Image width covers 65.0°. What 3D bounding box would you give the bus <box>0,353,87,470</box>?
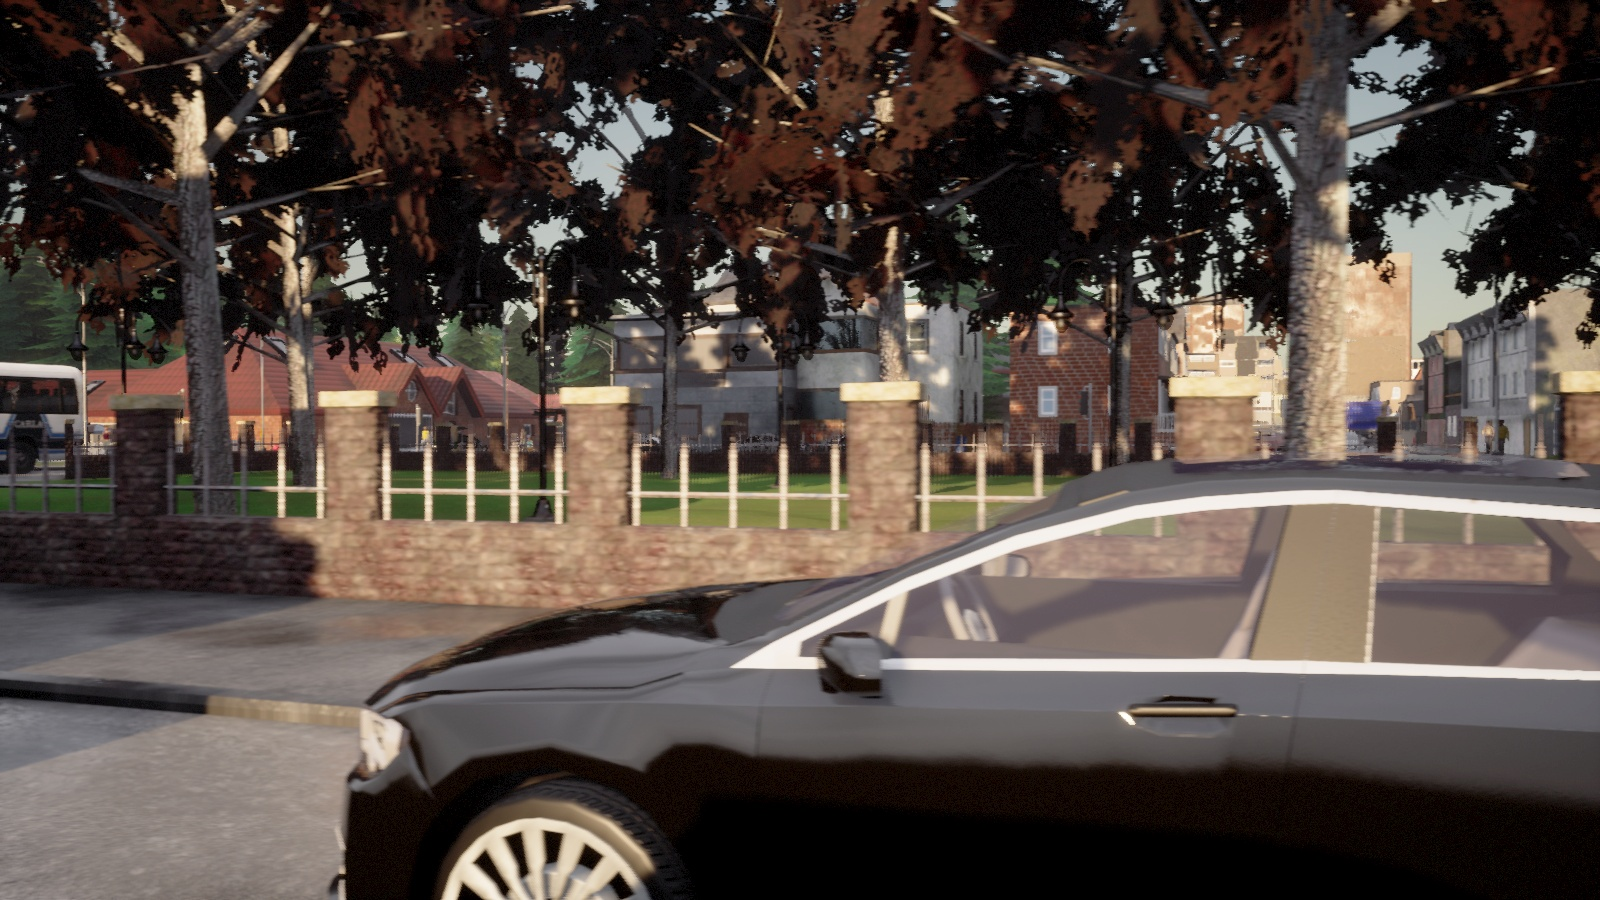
[{"bbox_3d":[-31.531,-1.390,45.020,3.944,4.253,10.273,0,1,20],"label":"bus"}]

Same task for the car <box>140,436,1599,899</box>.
[{"bbox_3d":[1.008,0.732,3.381,4.902,1.511,2.128,1,1,19],"label":"car"}]

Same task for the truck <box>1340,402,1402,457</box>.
[{"bbox_3d":[37.505,-1.339,82.722,2.891,3.462,7.936,1,1,19],"label":"truck"}]

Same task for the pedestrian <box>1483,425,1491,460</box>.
[{"bbox_3d":[36.976,-0.408,67.618,0.345,1.836,0.594,1,1,28],"label":"pedestrian"}]

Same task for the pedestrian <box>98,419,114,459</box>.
[{"bbox_3d":[-32.276,-0.521,58.397,0.345,1.836,0.594,0,1,14],"label":"pedestrian"}]

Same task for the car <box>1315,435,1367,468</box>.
[{"bbox_3d":[24.850,0.021,57.760,1.812,1.442,4.674,1,1,19],"label":"car"}]

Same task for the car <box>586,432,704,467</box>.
[{"bbox_3d":[-6.603,-0.031,53.615,4.674,1.442,1.812,0,1,15],"label":"car"}]

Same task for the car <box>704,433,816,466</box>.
[{"bbox_3d":[-1.776,-0.056,56.330,4.674,1.442,1.812,0,1,19],"label":"car"}]

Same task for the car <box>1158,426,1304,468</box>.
[{"bbox_3d":[17.134,-0.133,50.089,5.027,1.651,2.152,0,1,-3],"label":"car"}]

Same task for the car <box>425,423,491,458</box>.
[{"bbox_3d":[-18.932,-0.564,69.660,1.905,1.878,3.866,0,1,13],"label":"car"}]

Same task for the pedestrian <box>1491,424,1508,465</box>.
[{"bbox_3d":[31.684,-0.255,56.876,0.709,1.840,0.431,0,1,-36],"label":"pedestrian"}]

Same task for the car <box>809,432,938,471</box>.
[{"bbox_3d":[2.974,0.035,50.424,4.892,1.490,1.837,0,1,16],"label":"car"}]
